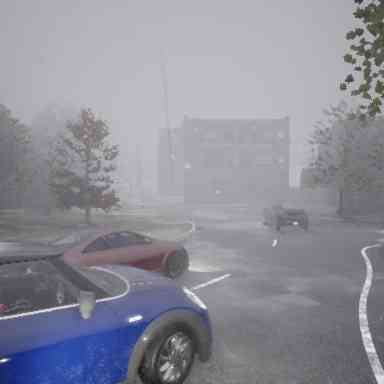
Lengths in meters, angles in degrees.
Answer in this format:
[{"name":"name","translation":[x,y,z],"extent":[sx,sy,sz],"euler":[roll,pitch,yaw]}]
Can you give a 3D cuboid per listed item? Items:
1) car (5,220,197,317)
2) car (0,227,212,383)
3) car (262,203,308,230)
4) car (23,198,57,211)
[{"name":"car","translation":[-1.977,1.564,8.242],"extent":[1.994,1.385,4.181],"euler":[0,0,40]},{"name":"car","translation":[-1.946,1.352,3.687],"extent":[4.553,1.767,2.097],"euler":[0,0,-37]},{"name":"car","translation":[5.757,1.485,20.992],"extent":[1.837,1.490,4.892],"euler":[1,0,-1]},{"name":"car","translation":[-18.289,1.481,41.154],"extent":[4.892,1.490,1.837],"euler":[-2,3,-6]}]
